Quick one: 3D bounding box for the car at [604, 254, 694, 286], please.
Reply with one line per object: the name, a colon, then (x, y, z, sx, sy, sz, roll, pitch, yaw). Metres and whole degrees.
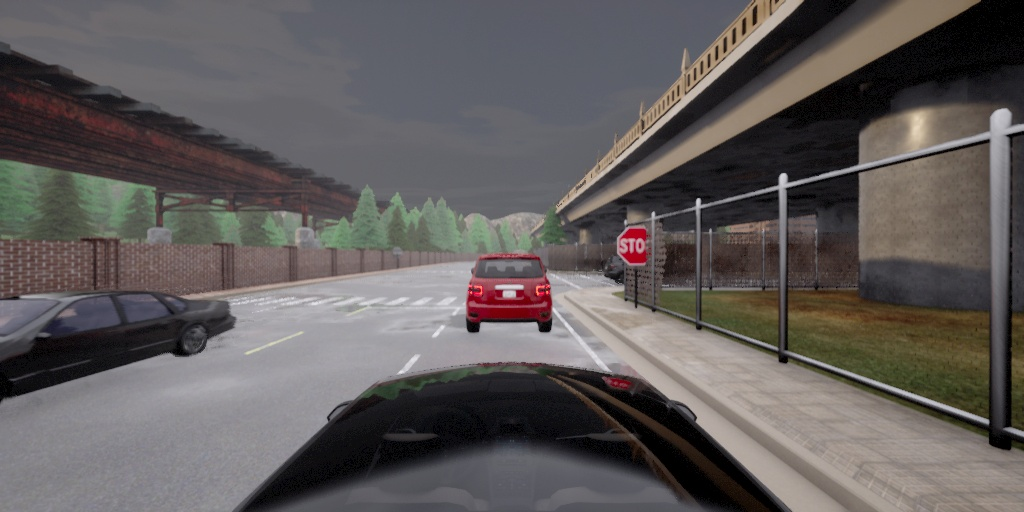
car: (9.039, 0.907, 24.004, 5.566, 2.045, 2.150, 0, 0, 3)

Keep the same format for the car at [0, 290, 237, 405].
car: (-7.171, 1.286, 5.768, 2.033, 1.411, 5.357, 0, 0, -1)

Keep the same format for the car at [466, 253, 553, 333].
car: (-0.093, 0.946, 10.804, 2.150, 2.045, 5.566, 0, 0, -1)
